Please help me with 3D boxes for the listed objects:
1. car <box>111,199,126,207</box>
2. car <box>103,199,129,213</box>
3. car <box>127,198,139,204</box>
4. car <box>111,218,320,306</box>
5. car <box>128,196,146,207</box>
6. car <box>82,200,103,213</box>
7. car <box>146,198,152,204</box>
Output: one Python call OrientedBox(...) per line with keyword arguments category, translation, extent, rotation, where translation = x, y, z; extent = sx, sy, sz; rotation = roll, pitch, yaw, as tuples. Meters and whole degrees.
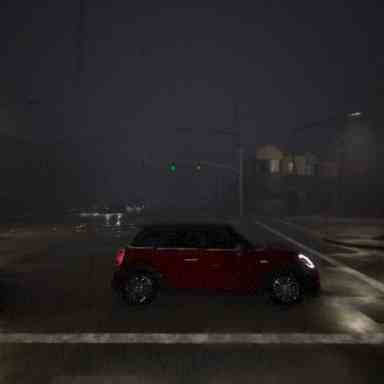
OrientedBox(category="car", translation=(-14.010, 2.075, 63.522), extent=(1.812, 1.442, 4.674), rotation=(0, 0, 1))
OrientedBox(category="car", translation=(-10.588, 2.157, 46.808), extent=(1.837, 1.490, 4.892), rotation=(0, 0, 0))
OrientedBox(category="car", translation=(-13.989, 2.134, 79.042), extent=(1.882, 1.535, 5.008), rotation=(0, -1, 0))
OrientedBox(category="car", translation=(0.534, 1.466, 7.797), extent=(4.553, 1.767, 2.097), rotation=(0, -1, 0))
OrientedBox(category="car", translation=(-10.522, 1.775, 62.252), extent=(2.150, 2.045, 5.566), rotation=(0, 0, 1))
OrientedBox(category="car", translation=(-14.087, 2.005, 47.561), extent=(2.097, 1.767, 4.553), rotation=(0, 0, 0))
OrientedBox(category="car", translation=(-10.489, 2.165, 77.895), extent=(1.812, 1.442, 4.674), rotation=(0, -1, 0))
